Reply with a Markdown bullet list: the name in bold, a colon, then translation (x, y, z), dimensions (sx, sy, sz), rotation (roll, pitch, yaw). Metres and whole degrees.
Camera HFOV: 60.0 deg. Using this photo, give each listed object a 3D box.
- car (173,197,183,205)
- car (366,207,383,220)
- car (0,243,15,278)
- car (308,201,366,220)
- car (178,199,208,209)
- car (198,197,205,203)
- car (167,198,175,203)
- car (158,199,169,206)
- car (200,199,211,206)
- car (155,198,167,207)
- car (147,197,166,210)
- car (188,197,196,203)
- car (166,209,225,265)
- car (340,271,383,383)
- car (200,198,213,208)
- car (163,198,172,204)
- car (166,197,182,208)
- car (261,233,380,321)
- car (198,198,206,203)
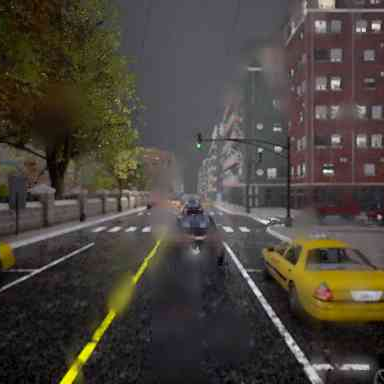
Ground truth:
- **car**: translation (-3.008, 1.898, 71.944), dimensions (2.097, 1.767, 4.553), rotation (0, 0, 0)
- **car**: translation (20.302, 2.171, 34.271), dimensions (4.507, 1.381, 1.887), rotation (1, -1, 0)
- **car**: translation (-5.693, 1.576, 7.093), dimensions (1.752, 1.417, 4.829), rotation (0, 0, 0)
- **car**: translation (14.611, 1.838, 34.257), dimensions (5.009, 1.841, 2.192), rotation (1, -1, 0)
- **car**: translation (0.098, 1.713, 30.499), dimensions (2.128, 1.511, 4.902), rotation (0, 0, 0)
- **car**: translation (2.676, 2.278, 95.109), dimensions (1.887, 1.381, 4.507), rotation (0, 0, 0)
- **car**: translation (-5.704, 2.269, 89.573), dimensions (1.802, 1.307, 4.206), rotation (0, 0, 0)
- **car**: translation (-5.701, 2.052, 67.433), dimensions (1.887, 1.381, 4.507), rotation (0, 0, 0)
- **car**: translation (2.679, 2.058, 67.435), dimensions (2.008, 1.369, 4.403), rotation (0, 0, 0)
- **car**: translation (-5.701, 1.903, 61.899), dimensions (1.967, 1.590, 4.097), rotation (0, 0, 0)
- **car**: translation (-5.700, 1.690, 50.829), dimensions (2.192, 1.841, 5.009), rotation (0, 0, 0)
- **car**: translation (-0.010, 2.127, 86.565), dimensions (1.994, 1.385, 4.181), rotation (0, 0, 0)
- **car**: translation (0.099, 1.579, 12.094), dimensions (2.128, 1.511, 4.902), rotation (0, 0, 0)
- **car**: translation (2.689, 1.578, 1.634), dimensions (1.947, 1.339, 4.313), rotation (0, 0, 0)
- **car**: translation (2.680, 1.946, 56.534), dimensions (1.752, 1.417, 4.829), rotation (0, 0, 0)
- **car**: translation (-5.703, 2.178, 78.502), dimensions (1.802, 1.307, 4.206), rotation (0, 0, 0)
- **car**: translation (-3.060, 1.768, 55.979), dimensions (2.097, 1.767, 4.553), rotation (0, 0, 0)
- **car**: translation (2.688, 1.579, 7.435), dimensions (1.752, 1.417, 4.829), rotation (0, 0, 0)
- **car**: translation (2.677, 2.232, 89.574), dimensions (1.887, 1.381, 4.507), rotation (0, 0, 0)
